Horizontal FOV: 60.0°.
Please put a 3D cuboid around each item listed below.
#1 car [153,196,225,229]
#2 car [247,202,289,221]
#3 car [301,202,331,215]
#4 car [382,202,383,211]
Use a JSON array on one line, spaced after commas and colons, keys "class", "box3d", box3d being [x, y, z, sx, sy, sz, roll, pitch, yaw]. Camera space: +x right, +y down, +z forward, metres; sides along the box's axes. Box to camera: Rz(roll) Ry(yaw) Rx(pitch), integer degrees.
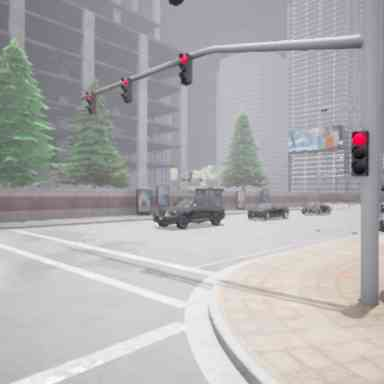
[{"class": "car", "box3d": [-0.056, 1.338, 22.856, 2.150, 2.045, 5.566, 0, 0, 44]}, {"class": "car", "box3d": [6.922, 1.665, 30.047, 1.882, 1.535, 5.008, 0, 0, 44]}, {"class": "car", "box3d": [13.924, 1.822, 37.249, 1.994, 1.385, 4.181, 0, 0, 44]}, {"class": "car", "box3d": [24.634, 1.955, 43.000, 1.895, 1.301, 4.718, 0, 0, 44]}]
